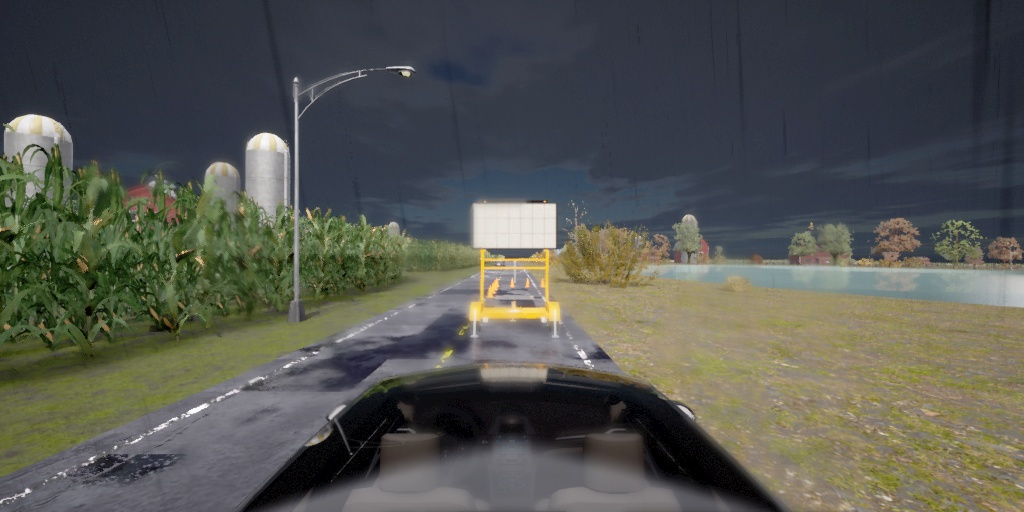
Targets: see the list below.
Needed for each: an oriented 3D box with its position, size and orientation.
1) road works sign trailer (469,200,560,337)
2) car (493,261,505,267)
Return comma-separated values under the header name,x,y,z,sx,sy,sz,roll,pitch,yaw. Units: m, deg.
name,x,y,z,sx,sy,sz,roll,pitch,yaw
road works sign trailer,0.081,0.217,10.239,2.380,3.560,2.880,0,0,0
car,-2.237,1.337,62.111,2.128,1.511,4.902,0,0,0
